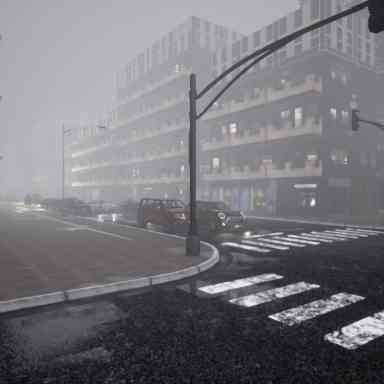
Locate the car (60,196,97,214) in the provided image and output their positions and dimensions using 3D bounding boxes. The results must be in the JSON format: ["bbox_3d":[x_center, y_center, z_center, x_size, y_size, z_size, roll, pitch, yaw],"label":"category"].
[{"bbox_3d":[-11.487,1.444,33.454,1.887,1.381,4.507,0,0,-36],"label":"car"}]

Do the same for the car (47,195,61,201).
[{"bbox_3d":[-31.233,1.379,75.093,2.008,1.369,4.403,0,0,-36],"label":"car"}]

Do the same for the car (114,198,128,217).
[{"bbox_3d":[-4.344,1.470,27.979,2.033,1.411,5.357,0,0,-36],"label":"car"}]

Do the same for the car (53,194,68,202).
[{"bbox_3d":[-27.917,1.269,70.503,1.967,1.590,4.097,0,0,-36],"label":"car"}]

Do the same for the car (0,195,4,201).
[{"bbox_3d":[-41.345,1.269,74.777,1.967,1.590,4.097,0,0,-36],"label":"car"}]

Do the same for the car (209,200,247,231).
[{"bbox_3d":[1.221,1.304,20.205,2.097,1.767,4.553,0,0,-34],"label":"car"}]

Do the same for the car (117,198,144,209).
[{"bbox_3d":[-8.012,1.465,42.955,1.802,1.307,4.206,0,0,-36],"label":"car"}]

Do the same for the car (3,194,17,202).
[{"bbox_3d":[-38.027,1.412,70.186,1.802,1.307,4.206,0,0,-36],"label":"car"}]

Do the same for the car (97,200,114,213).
[{"bbox_3d":[-9.982,1.497,35.799,1.895,1.301,4.718,0,0,-36],"label":"car"}]

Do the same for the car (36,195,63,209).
[{"bbox_3d":[-18.123,1.436,42.639,1.947,1.339,4.313,0,0,-36],"label":"car"}]

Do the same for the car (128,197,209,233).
[{"bbox_3d":[-1.534,1.264,19.680,2.192,1.841,5.009,0,0,-36],"label":"car"}]

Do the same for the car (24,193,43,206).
[{"bbox_3d":[-24.757,1.162,51.820,2.192,1.841,5.009,0,0,-36],"label":"car"}]

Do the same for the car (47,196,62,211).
[{"bbox_3d":[-14.805,1.451,38.047,1.947,1.339,4.313,0,0,-36],"label":"car"}]
